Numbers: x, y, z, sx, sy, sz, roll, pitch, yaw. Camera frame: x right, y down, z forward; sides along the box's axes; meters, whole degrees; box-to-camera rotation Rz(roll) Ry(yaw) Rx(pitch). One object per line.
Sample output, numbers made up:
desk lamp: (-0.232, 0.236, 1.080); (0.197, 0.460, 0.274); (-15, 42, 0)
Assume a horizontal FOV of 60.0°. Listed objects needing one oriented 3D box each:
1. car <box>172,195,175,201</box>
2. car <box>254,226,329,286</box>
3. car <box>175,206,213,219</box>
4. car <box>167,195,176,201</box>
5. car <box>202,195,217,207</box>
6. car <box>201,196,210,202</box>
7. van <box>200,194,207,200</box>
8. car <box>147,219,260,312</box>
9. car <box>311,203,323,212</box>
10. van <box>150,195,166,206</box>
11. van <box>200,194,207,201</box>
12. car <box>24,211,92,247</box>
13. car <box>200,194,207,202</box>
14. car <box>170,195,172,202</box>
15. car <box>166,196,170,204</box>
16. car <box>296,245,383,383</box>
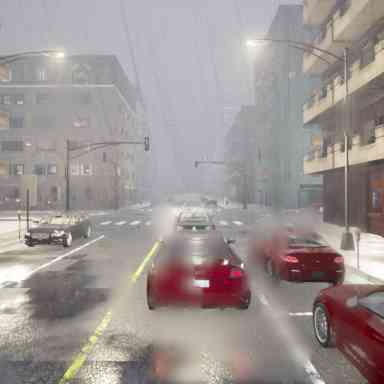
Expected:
car: (-5.388, 1.575, 75.536); (1.947, 1.339, 4.313); (1, 0, 0)
car: (2.665, 1.584, 9.079); (1.802, 1.307, 4.206); (1, 0, 0)
car: (0.098, 1.604, 16.618); (1.895, 1.301, 4.718); (0, 0, 0)
car: (-5.318, 1.554, 86.877); (1.887, 1.381, 4.507); (1, 0, 0)
car: (2.951, 1.558, 51.202); (2.008, 1.369, 4.403); (1, 0, 0)
car: (2.992, 1.590, 75.460); (1.802, 1.307, 4.206); (1, 0, 0)
van: (3.100, 1.349, 92.470); (1.690, 1.788, 3.998); (1, 0, 0)
car: (0.104, 1.566, 7.800); (1.994, 1.385, 4.181); (0, 0, -1)
car: (15.538, 1.518, 36.978); (4.507, 1.381, 1.887); (0, -1, 1)
van: (-5.598, 1.349, 52.861); (1.690, 1.788, 3.998); (1, 0, 0)
van: (3.065, 1.349, 86.800); (1.690, 1.788, 3.998); (1, 0, 0)
car: (-5.774, 1.554, 14.816); (2.008, 1.369, 4.403); (1, 0, 0)
car: (2.958, 1.558, 69.789); (2.008, 1.369, 4.403); (1, 0, 0)
car: (-5.455, 1.448, 64.194); (1.967, 1.590, 4.097); (1, 0, 0)
car: (-5.492, 1.574, 58.524); (1.947, 1.339, 4.313); (1, 0, 0)
car: (2.667, 1.583, 3.408); (1.802, 1.307, 4.206); (1, 0, 0)
